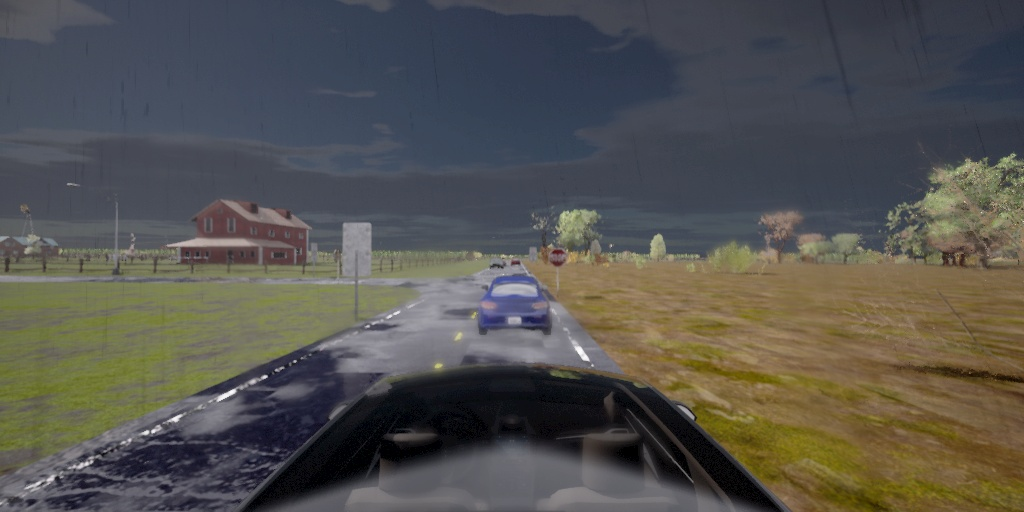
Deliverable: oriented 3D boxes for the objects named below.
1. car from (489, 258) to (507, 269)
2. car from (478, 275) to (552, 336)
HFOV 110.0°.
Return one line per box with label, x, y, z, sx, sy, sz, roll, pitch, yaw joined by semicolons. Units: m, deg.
car;-2.290;1.071;53.929;2.097;1.767;4.553;0;0;1
car;0.085;1.269;10.260;1.812;1.442;4.674;0;0;1
